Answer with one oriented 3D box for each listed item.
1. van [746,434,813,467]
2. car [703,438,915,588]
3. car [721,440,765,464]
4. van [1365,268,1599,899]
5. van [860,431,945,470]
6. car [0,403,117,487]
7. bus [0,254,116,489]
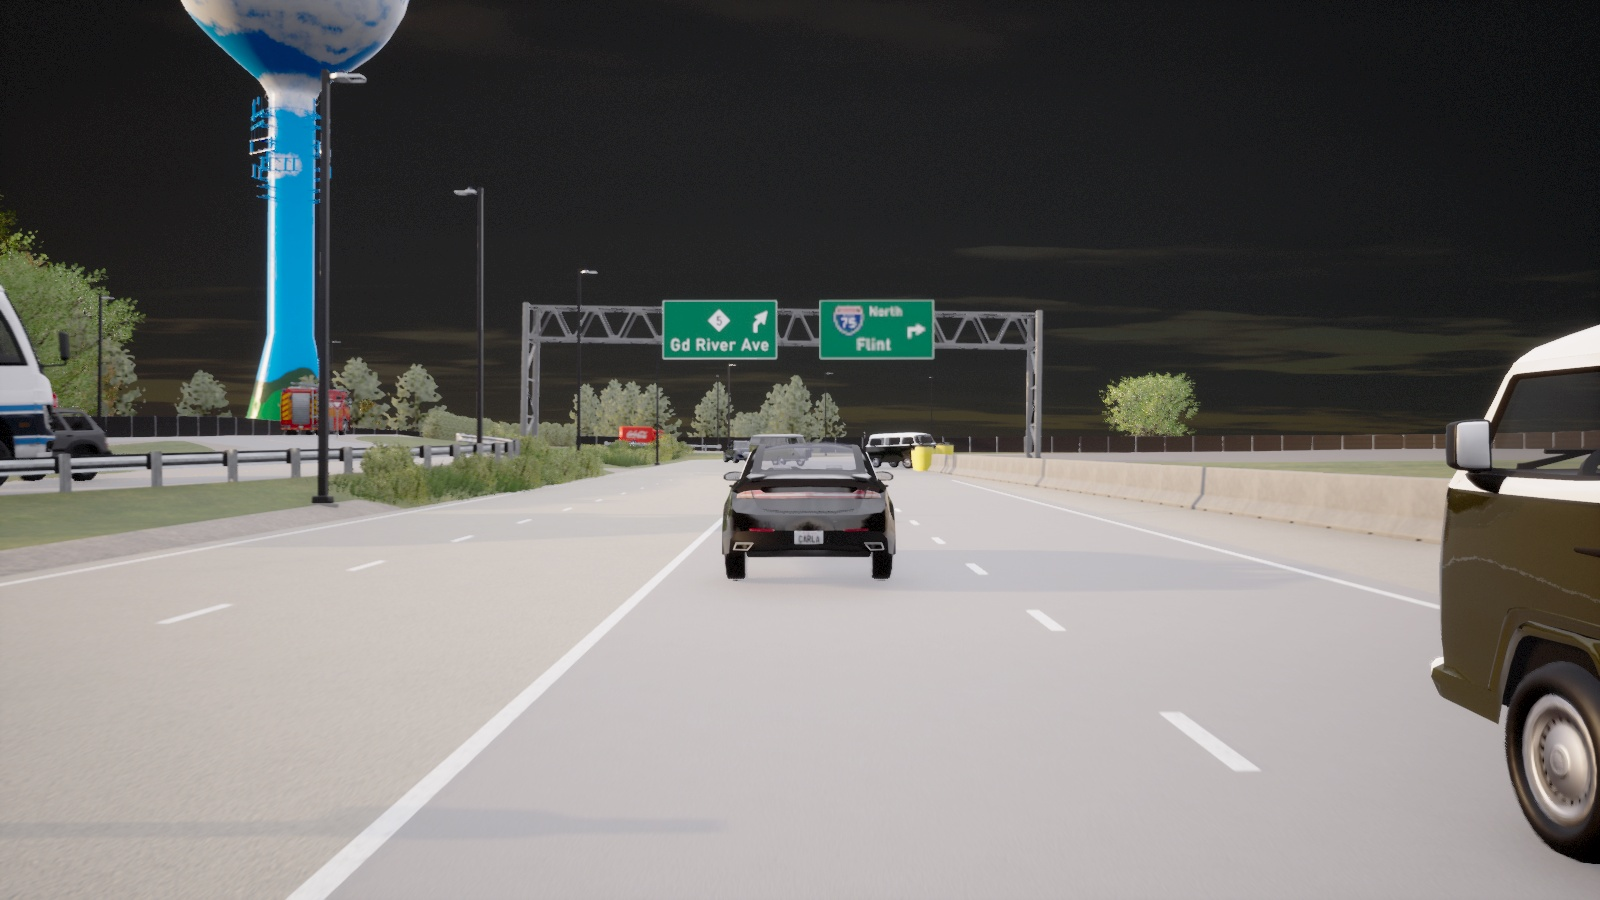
[{"bbox_3d":[-1.307,0.009,77.519,1.775,1.987,4.442,0,1,-38],"label":"van"},{"bbox_3d":[0.102,0.618,15.101,2.128,1.511,4.902,0,0,0],"label":"car"},{"bbox_3d":[-4.083,0.097,88.984,2.033,1.649,4.856,0,1,-17],"label":"car"},{"bbox_3d":[3.535,0.455,3.336,2.069,2.038,4.480,0,0,0],"label":"van"},{"bbox_3d":[5.810,0.043,71.346,2.069,2.038,4.480,-3,0,-43],"label":"van"},{"bbox_3d":[-18.494,-0.131,29.022,1.932,1.855,4.605,0,2,19],"label":"car"},{"bbox_3d":[-18.419,-1.186,22.227,10.273,4.253,3.944,-4,0,-40],"label":"bus"}]
